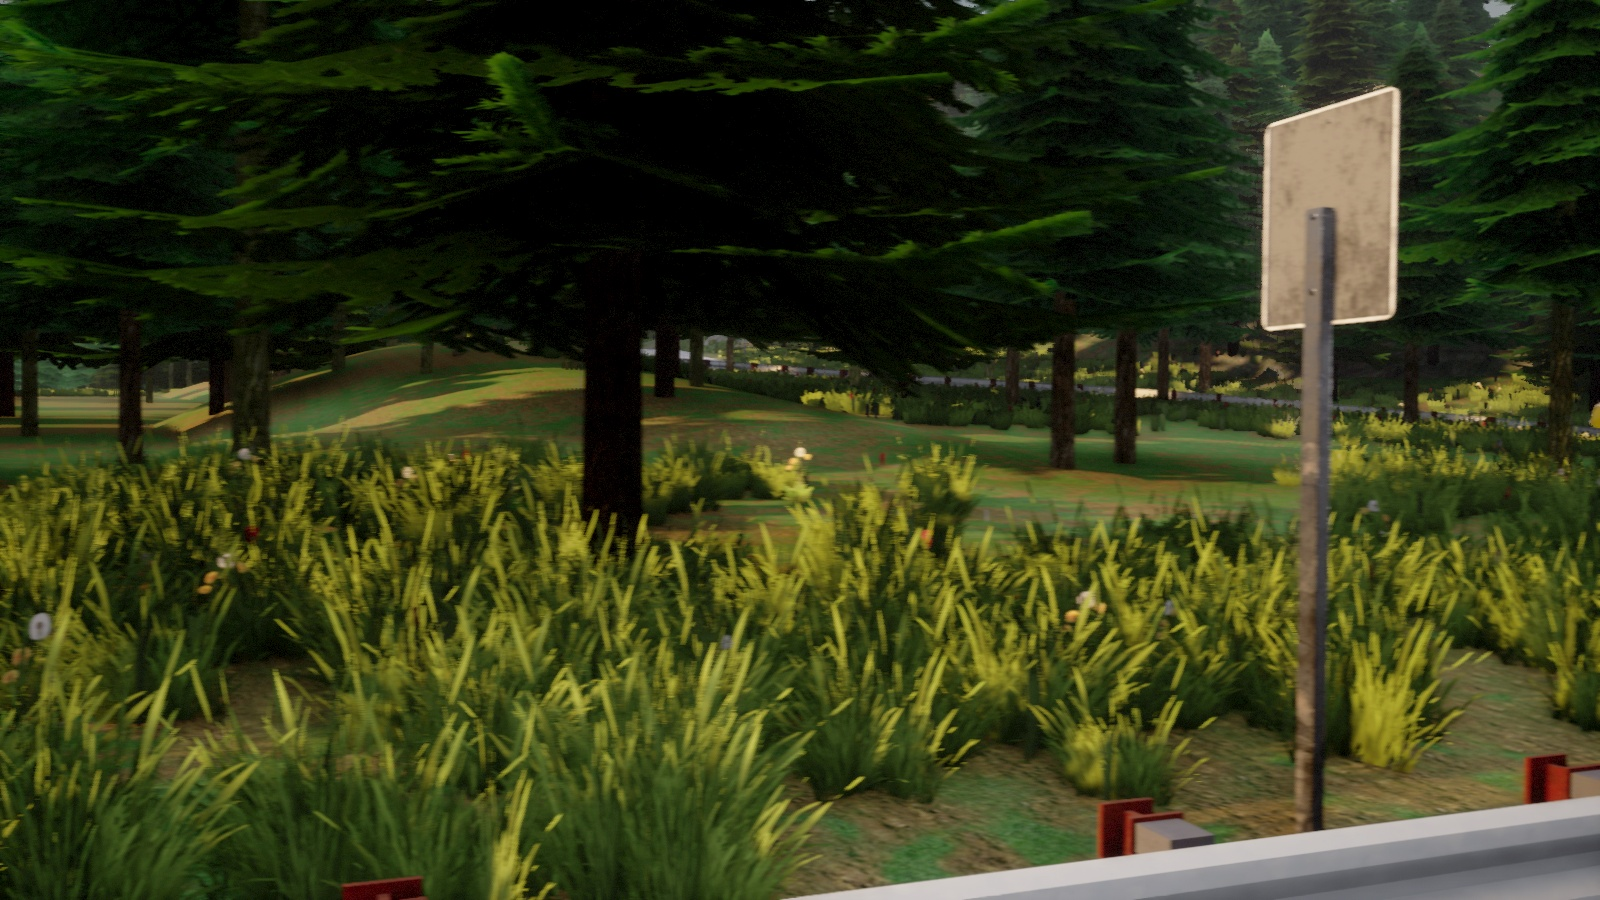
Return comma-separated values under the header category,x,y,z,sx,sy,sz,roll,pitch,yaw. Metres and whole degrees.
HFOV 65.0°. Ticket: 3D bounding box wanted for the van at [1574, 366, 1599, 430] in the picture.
category,x,y,z,sx,sy,sz,roll,pitch,yaw
van,26.562,-1.490,38.401,1.775,1.987,4.442,-1,5,-35
